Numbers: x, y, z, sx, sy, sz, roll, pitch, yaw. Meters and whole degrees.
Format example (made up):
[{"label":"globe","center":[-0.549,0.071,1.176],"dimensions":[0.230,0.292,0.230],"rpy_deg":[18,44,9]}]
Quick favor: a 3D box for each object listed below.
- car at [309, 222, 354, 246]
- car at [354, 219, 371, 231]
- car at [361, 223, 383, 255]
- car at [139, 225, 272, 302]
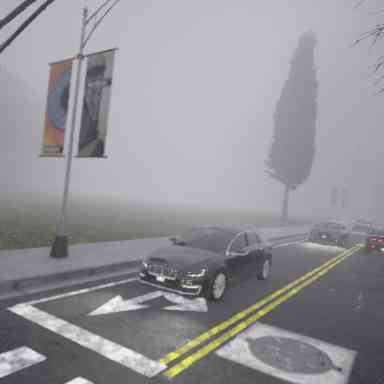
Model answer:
[{"label":"car","center":[9.324,2.728,22.384],"dimensions":[1.994,1.385,4.181],"rpy_deg":[5,-1,33]},{"label":"car","center":[20.019,3.933,38.822],"dimensions":[2.033,1.411,5.357],"rpy_deg":[5,-1,33]},{"label":"car","center":[10.887,2.762,18.639],"dimensions":[1.837,1.490,4.892],"rpy_deg":[5,-1,33]},{"label":"car","center":[0.669,1.678,8.939],"dimensions":[1.837,1.490,4.892],"rpy_deg":[5,-1,33]}]
